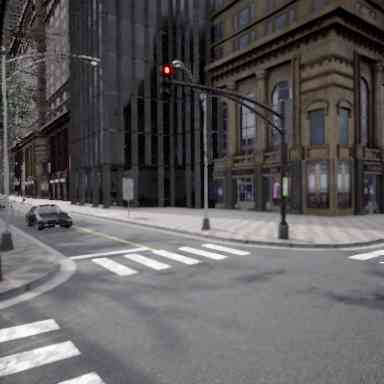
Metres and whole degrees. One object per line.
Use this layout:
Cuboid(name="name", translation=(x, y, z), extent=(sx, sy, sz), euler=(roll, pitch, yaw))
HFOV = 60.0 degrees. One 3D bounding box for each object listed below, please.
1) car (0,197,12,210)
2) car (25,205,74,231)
Cuboid(name="car", translation=(-23.292, 1.381, 40.577), extent=(2.128, 1.511, 4.902), euler=(-1, 1, -36))
Cuboid(name="car", translation=(-9.002, 1.513, 20.670), extent=(2.033, 1.411, 5.357), euler=(-1, 1, -36))
